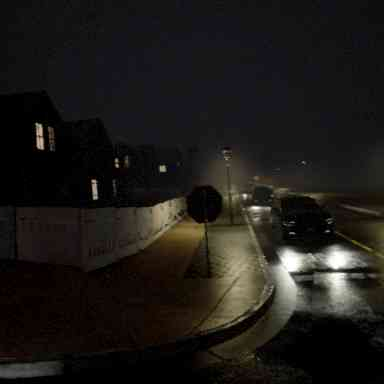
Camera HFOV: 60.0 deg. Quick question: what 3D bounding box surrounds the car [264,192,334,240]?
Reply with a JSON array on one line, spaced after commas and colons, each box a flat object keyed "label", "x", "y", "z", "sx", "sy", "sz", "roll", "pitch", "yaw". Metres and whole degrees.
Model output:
[{"label": "car", "x": 4.424, "y": 0.939, "z": 14.083, "sx": 1.882, "sy": 1.535, "sz": 5.008, "roll": -4, "pitch": 2, "yaw": 7}]

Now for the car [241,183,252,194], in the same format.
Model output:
[{"label": "car", "x": 8.919, "y": -0.625, "z": 52.865, "sx": 1.882, "sy": 1.535, "sz": 5.008, "roll": -4, "pitch": 2, "yaw": 7}]

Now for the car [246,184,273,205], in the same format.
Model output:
[{"label": "car", "x": 6.357, "y": 0.262, "z": 30.774, "sx": 1.882, "sy": 1.535, "sz": 5.008, "roll": -4, "pitch": 1, "yaw": 7}]
